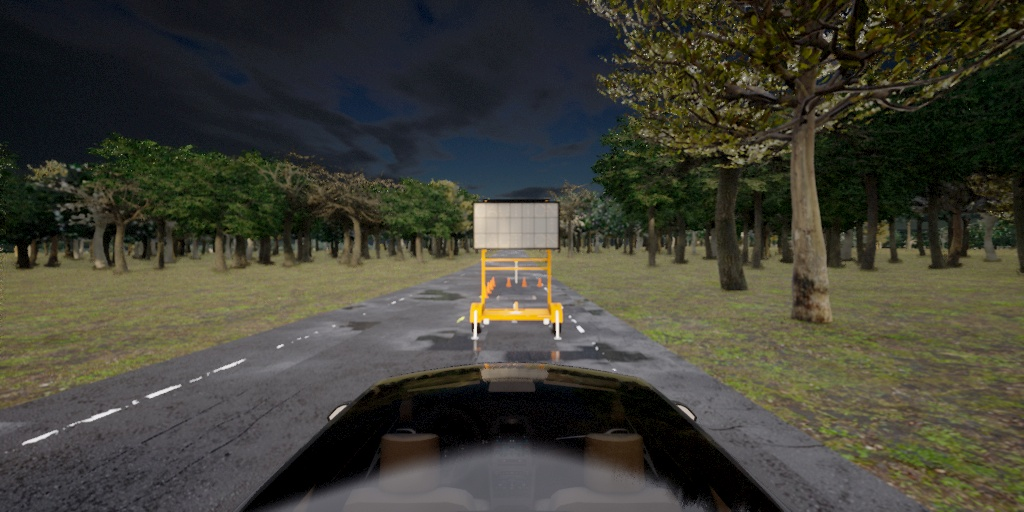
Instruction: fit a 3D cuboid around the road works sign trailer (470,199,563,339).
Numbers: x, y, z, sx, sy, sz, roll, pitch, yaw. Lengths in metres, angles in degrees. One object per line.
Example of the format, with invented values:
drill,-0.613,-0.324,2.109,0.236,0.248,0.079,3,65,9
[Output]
road works sign trailer,0.123,0.225,10.071,2.380,3.560,2.880,0,0,1
